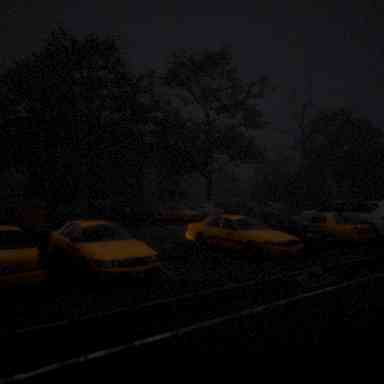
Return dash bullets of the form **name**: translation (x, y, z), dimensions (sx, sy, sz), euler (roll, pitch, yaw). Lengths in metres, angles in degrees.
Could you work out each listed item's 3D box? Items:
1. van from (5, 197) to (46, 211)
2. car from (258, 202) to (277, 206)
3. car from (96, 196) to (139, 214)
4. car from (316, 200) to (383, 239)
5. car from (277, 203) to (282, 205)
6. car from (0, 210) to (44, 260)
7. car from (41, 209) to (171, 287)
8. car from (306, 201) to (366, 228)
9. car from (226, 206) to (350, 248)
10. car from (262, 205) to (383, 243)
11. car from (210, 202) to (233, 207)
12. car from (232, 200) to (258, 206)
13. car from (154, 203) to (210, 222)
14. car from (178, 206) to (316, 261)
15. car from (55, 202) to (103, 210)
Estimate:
- **van**: translation (-10.477, 1.290, 20.812), dimensions (1.878, 1.987, 4.442), euler (1, 0, -35)
- **car**: translation (5.406, 1.630, 31.929), dimensions (2.185, 1.767, 4.553), euler (1, 0, -35)
- **car**: translation (-5.800, 1.333, 24.008), dimensions (2.435, 2.045, 5.566), euler (1, 0, -35)
- **car**: translation (8.523, 1.438, 18.113), dimensions (2.435, 2.045, 5.566), euler (1, 0, -35)
- **car**: translation (7.689, 1.790, 33.497), dimensions (2.097, 1.535, 5.008), euler (1, 0, -35)
- **car**: translation (-7.097, 1.579, 12.478), dimensions (4.181, 1.385, 1.994), euler (1, 0, -35)
- **car**: translation (-2.791, 1.515, 9.858), dimensions (1.946, 1.575, 5.366), euler (1, -1, -35)
- **car**: translation (10.929, 1.637, 25.211), dimensions (4.553, 1.767, 2.097), euler (1, 0, -35)
- **car**: translation (3.998, 1.622, 14.889), dimensions (2.231, 1.521, 4.892), euler (1, 0, -35)
- **car**: translation (6.162, 1.652, 16.637), dimensions (1.946, 1.575, 5.366), euler (1, -1, -35)
- **car**: translation (1.001, 1.728, 28.775), dimensions (2.002, 1.452, 4.674), euler (1, 0, -35)
- **car**: translation (3.279, 1.752, 30.352), dimensions (2.163, 1.488, 4.792), euler (1, 0, -35)
- **car**: translation (-1.156, 1.650, 27.028), dimensions (1.946, 1.575, 5.366), euler (1, 0, -35)
- **car**: translation (1.842, 1.583, 13.131), dimensions (1.946, 1.575, 5.366), euler (1, -1, -35)
- **car**: translation (-8.032, 1.579, 22.362), dimensions (2.163, 1.488, 4.792), euler (1, -1, -35)
